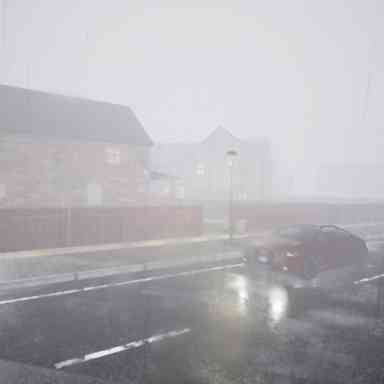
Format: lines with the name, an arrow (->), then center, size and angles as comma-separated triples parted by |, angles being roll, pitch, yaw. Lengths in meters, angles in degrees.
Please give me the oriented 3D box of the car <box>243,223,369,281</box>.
car -> 3.567, 1.660, 10.226 | 4.181, 1.385, 1.994 | 1, 0, -36
